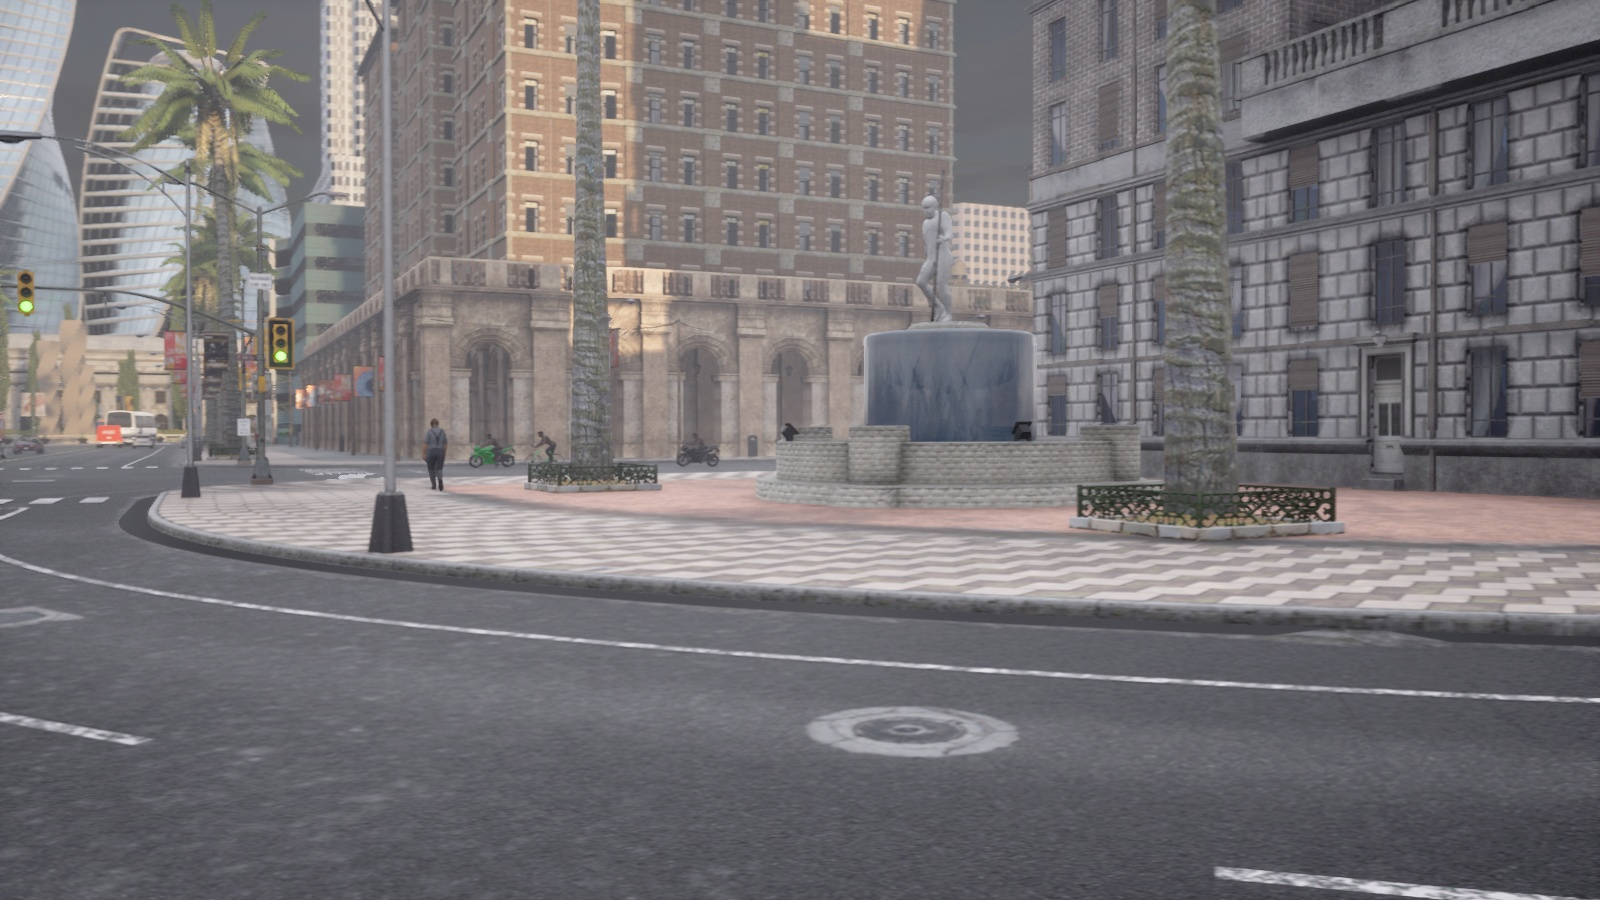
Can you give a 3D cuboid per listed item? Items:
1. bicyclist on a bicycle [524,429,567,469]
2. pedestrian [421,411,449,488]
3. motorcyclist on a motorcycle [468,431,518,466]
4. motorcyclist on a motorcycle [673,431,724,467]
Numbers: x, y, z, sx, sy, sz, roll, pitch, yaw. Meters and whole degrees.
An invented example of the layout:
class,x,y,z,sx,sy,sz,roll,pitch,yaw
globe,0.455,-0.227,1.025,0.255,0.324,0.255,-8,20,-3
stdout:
class,x,y,z,sx,sy,sz,roll,pitch,yaw
bicyclist on a bicycle,-10.641,-0.053,52.526,1.656,1.620,0.582,0,1,-25
pedestrian,-8.919,-0.013,30.656,0.540,1.848,0.694,0,1,-26
motorcyclist on a motorcycle,-13.439,-0.072,54.984,2.044,1.523,0.797,0,1,-25
motorcyclist on a motorcycle,-4.475,-0.041,55.480,2.044,1.523,0.797,1,1,-25
